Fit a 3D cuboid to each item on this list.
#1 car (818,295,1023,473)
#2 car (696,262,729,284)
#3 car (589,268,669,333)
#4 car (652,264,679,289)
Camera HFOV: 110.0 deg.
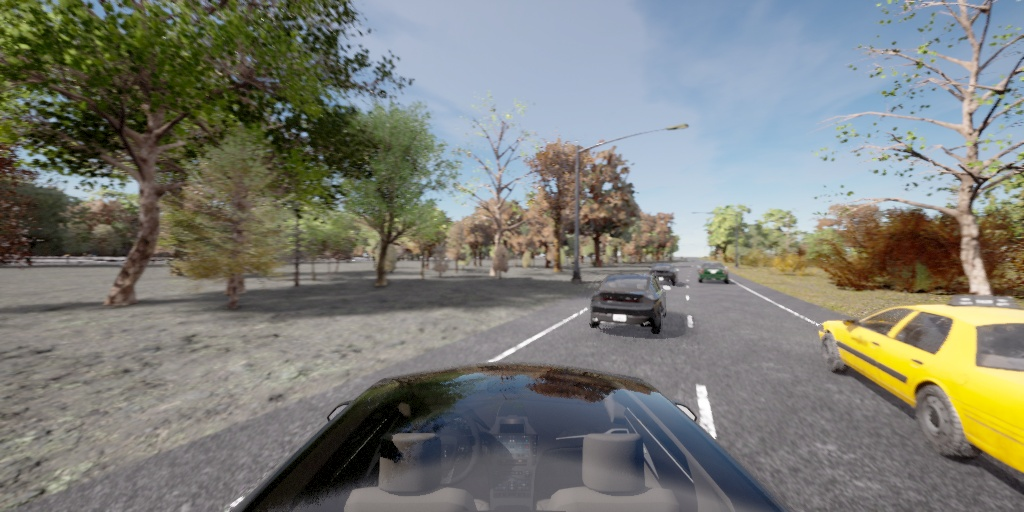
[{"bbox_3d":[5.745,1.263,4.566,1.801,1.575,5.366,1,0,25],"label":"car"},{"bbox_3d":[16.417,1.250,29.415,2.097,1.767,4.553,1,0,27],"label":"car"},{"bbox_3d":[3.694,1.287,11.070,1.837,1.490,4.892,1,0,25],"label":"car"},{"bbox_3d":[11.520,1.355,27.334,1.837,1.490,4.892,1,0,26],"label":"car"}]
